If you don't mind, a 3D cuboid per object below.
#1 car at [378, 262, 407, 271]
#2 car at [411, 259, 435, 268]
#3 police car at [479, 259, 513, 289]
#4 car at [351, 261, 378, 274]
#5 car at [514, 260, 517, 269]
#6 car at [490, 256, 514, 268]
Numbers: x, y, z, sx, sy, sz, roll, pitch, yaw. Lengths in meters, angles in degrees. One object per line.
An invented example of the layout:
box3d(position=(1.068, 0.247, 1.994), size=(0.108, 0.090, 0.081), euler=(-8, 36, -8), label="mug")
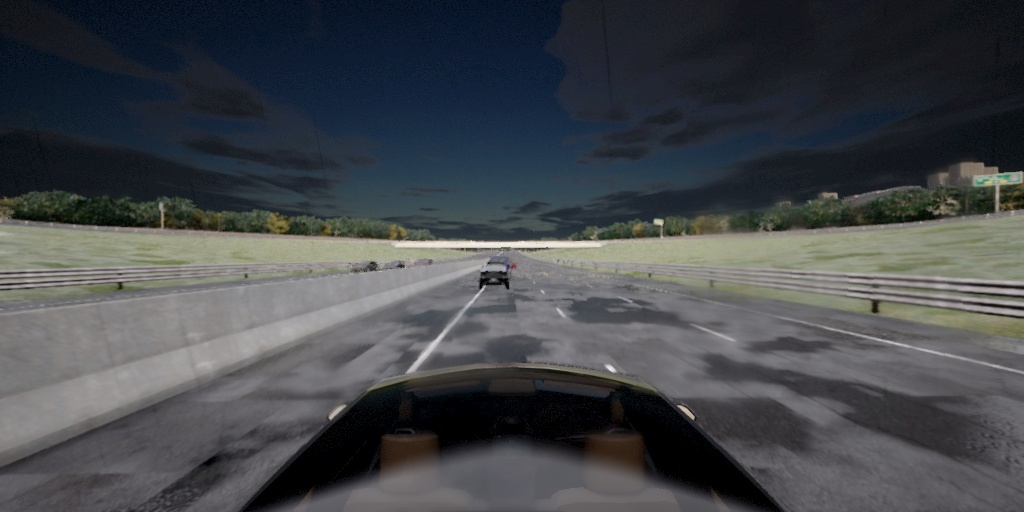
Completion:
box3d(position=(-14.208, 1.384, 43.426), size=(1.994, 1.385, 4.181), euler=(0, 0, 0), label="car")
box3d(position=(-10.711, 1.171, 43.446), size=(2.097, 1.767, 4.553), euler=(0, 0, 0), label="car")
box3d(position=(-1.086, 1.197, 23.593), size=(1.930, 1.638, 5.238), euler=(0, 0, 0), label="police car")
box3d(position=(-17.708, 1.326, 43.406), size=(1.837, 1.490, 4.892), euler=(0, 0, 0), label="car")
box3d(position=(-0.290, 1.212, 58.637), size=(2.097, 1.767, 4.553), euler=(0, 0, -1), label="car")
box3d(position=(-1.135, 1.013, 33.523), size=(2.150, 2.045, 5.566), euler=(0, 0, 0), label="car")
